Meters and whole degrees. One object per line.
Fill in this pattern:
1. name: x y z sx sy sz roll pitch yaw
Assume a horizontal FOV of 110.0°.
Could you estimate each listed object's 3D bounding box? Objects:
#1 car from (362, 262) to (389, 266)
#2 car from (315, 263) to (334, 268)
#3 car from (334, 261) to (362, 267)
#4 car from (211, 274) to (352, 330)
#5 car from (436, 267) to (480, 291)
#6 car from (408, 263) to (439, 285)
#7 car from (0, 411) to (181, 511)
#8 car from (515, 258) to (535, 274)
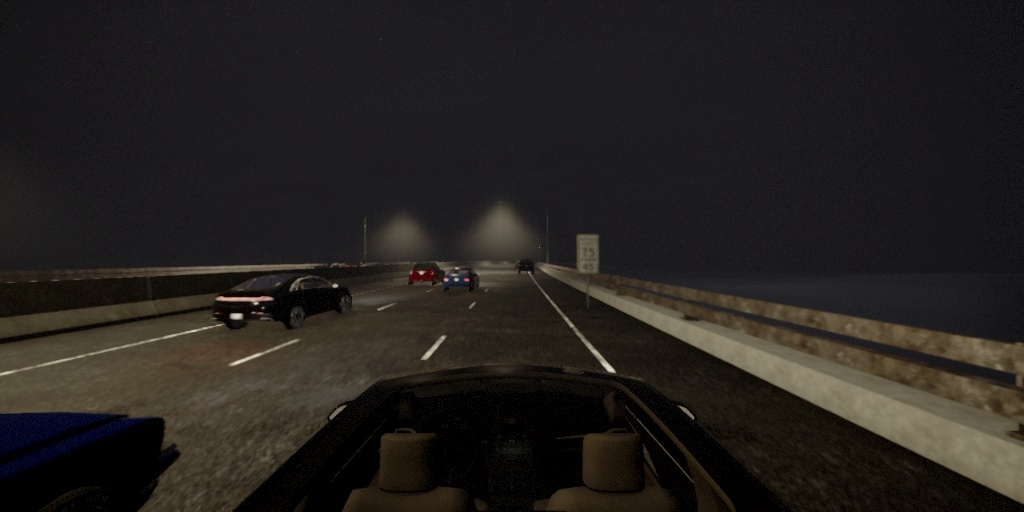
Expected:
1. car: -16.969 1.667 46.475 2.033 1.411 5.357 0 -1 2
2. car: -23.945 1.613 46.930 2.128 1.511 4.902 0 -1 2
3. car: -20.469 1.469 46.302 2.097 1.767 4.553 0 -1 2
4. car: -6.861 1.315 11.373 2.128 1.511 4.902 0 0 0
5. car: -3.245 1.472 23.633 2.033 1.411 5.357 0 0 1
6. car: -6.667 1.317 28.648 2.097 1.767 4.553 0 0 1
7. car: -3.398 1.339 0.483 1.895 1.301 4.718 0 0 0
8. car: 1.857 1.355 47.390 2.150 2.045 5.566 0 -1 2
